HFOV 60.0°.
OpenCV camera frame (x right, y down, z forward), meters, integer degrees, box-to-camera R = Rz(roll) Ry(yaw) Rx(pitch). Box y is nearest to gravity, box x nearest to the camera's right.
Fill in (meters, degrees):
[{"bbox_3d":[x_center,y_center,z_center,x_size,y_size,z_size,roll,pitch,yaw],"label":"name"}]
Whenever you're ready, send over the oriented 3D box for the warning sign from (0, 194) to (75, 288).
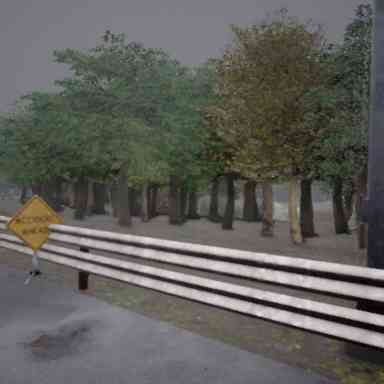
[{"bbox_3d":[-3.529,0.991,7.504,1.060,1.860,1.300,1,1,39],"label":"warning sign"}]
